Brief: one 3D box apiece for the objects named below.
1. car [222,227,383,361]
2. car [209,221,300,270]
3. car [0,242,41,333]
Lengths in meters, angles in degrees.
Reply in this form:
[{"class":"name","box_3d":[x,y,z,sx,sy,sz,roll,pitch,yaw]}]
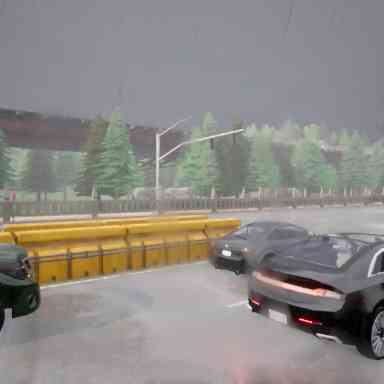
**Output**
[{"class":"car","box_3d":[3.142,1.492,5.971,4.902,1.511,2.128,0,0,-36]},{"class":"car","box_3d":[2.533,1.565,9.832,4.181,1.385,1.994,0,0,-36]},{"class":"car","box_3d":[-5.094,1.221,4.419,5.566,2.045,2.150,0,0,-35]}]
